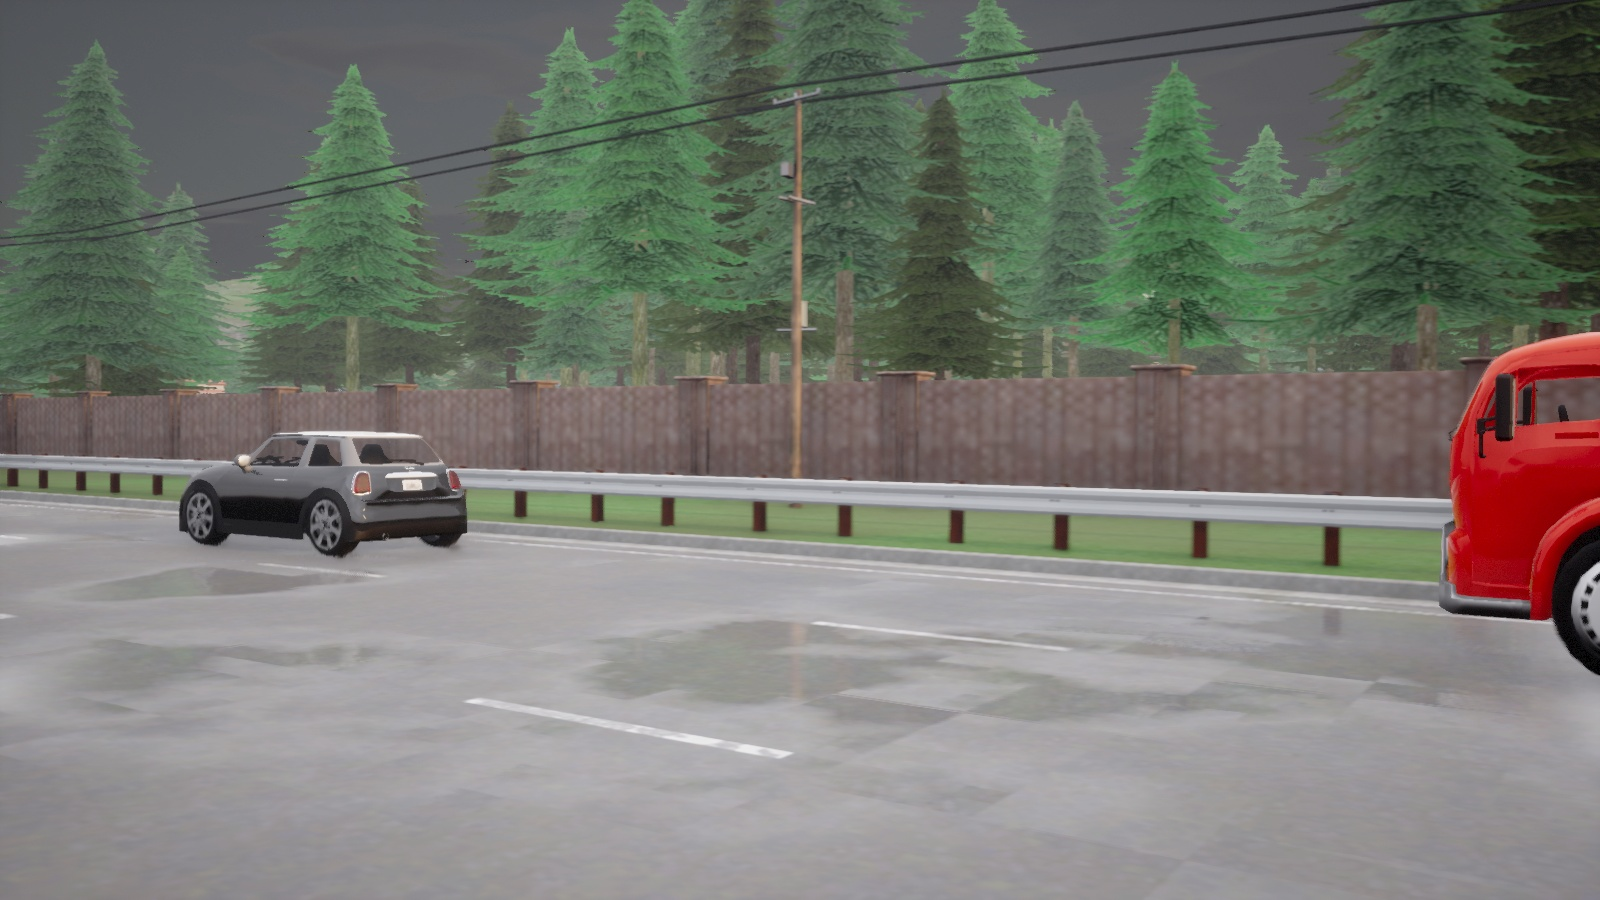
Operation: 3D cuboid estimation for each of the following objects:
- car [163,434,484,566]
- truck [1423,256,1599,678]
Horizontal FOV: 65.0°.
[{"bbox_3d":[-6.134,0.558,16.078,3.806,1.475,1.970,0,1,34],"label":"car"},{"bbox_3d":[6.797,0.077,7.505,5.204,2.467,2.627,0,1,34],"label":"truck"}]
